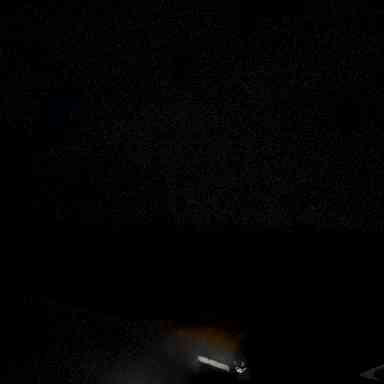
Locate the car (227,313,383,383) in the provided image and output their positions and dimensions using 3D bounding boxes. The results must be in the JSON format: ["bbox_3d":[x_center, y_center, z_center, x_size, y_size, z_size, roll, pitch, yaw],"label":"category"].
[{"bbox_3d":[2.568,1.667,2.513,4.892,1.490,1.837,-1,-3,39],"label":"car"}]
